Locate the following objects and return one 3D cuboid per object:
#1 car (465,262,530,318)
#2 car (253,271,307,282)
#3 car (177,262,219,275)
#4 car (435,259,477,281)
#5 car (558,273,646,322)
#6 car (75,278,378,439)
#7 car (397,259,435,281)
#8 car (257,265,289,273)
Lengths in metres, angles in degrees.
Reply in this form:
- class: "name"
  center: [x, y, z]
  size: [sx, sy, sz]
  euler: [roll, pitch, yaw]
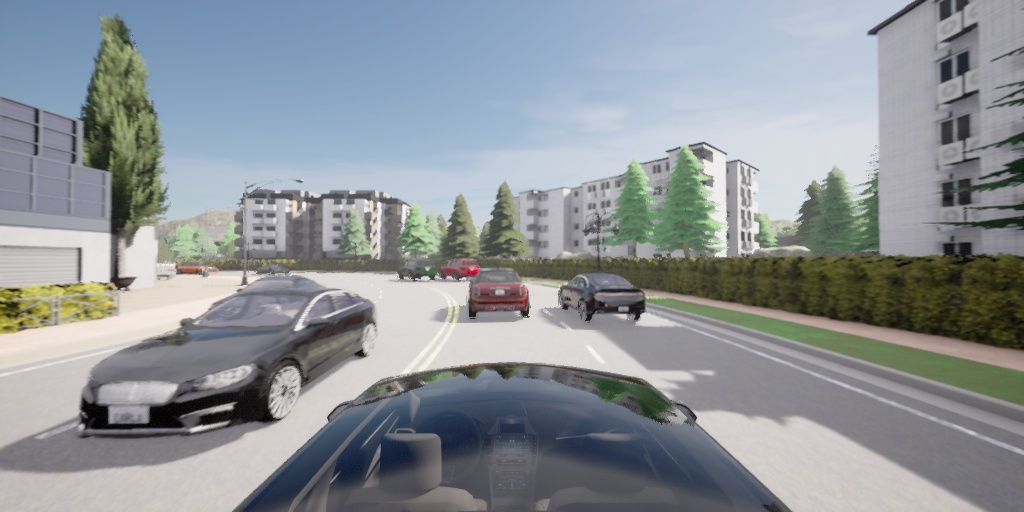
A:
- class: "car"
  center: [-0.664, 1.239, 13.912]
  size: [2.097, 1.767, 4.553]
  euler: [0, -1, -7]
- class: "car"
  center: [-7.552, 1.386, 11.656]
  size: [1.812, 1.442, 4.674]
  euler: [0, -1, -7]
- class: "car"
  center: [-40.183, 1.591, 45.930]
  size: [4.553, 1.767, 2.097]
  euler: [0, -1, 9]
- class: "car"
  center: [-5.178, 1.346, 35.115]
  size: [2.150, 2.045, 5.566]
  euler: [1, -1, -34]
- class: "car"
  center: [3.005, 1.368, 12.926]
  size: [2.128, 1.511, 4.902]
  euler: [0, -1, -6]
- class: "car"
  center: [-3.756, 1.288, 5.888]
  size: [2.128, 1.511, 4.902]
  euler: [0, -1, -2]
- class: "car"
  center: [-9.318, 1.344, 34.954]
  size: [2.150, 2.045, 5.566]
  euler: [1, -1, -36]
- class: "car"
  center: [-31.308, 1.820, 47.030]
  size: [4.181, 1.385, 1.994]
  euler: [0, -1, 21]
